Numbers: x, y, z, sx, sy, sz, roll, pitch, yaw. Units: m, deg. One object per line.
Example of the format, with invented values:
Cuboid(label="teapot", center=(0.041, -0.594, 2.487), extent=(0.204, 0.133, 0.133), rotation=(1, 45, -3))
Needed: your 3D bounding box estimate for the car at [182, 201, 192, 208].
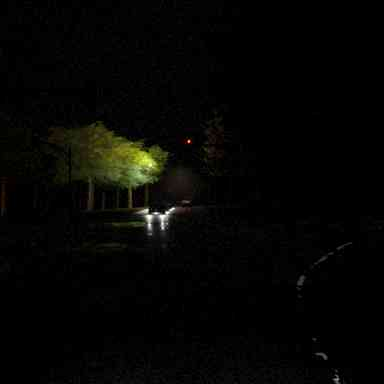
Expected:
Cuboid(label="car", center=(-1.079, 2.543, 67.416), extent=(1.895, 1.301, 4.718), rotation=(0, -1, -1))

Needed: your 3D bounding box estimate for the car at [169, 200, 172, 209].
Cuboid(label="car", center=(-4.353, 2.079, 49.051), extent=(1.812, 1.442, 4.674), rotation=(0, -1, -1))

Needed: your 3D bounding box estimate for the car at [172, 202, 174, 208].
Cuboid(label="car", center=(-4.545, 2.073, 57.983), extent=(2.097, 1.767, 4.553), rotation=(0, -1, -1))

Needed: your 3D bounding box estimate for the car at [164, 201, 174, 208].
Cuboid(label="car", center=(-4.707, 2.565, 68.213), extent=(1.895, 1.301, 4.718), rotation=(0, -2, -1))

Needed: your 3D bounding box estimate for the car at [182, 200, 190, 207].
Cuboid(label="car", center=(-1.473, 2.824, 80.614), extent=(1.882, 1.535, 5.008), rotation=(0, -2, -1))

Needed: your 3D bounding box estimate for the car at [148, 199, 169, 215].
Cuboid(label="car", center=(-4.153, 1.902, 40.058), extent=(1.837, 1.490, 4.892), rotation=(0, -1, -1))
